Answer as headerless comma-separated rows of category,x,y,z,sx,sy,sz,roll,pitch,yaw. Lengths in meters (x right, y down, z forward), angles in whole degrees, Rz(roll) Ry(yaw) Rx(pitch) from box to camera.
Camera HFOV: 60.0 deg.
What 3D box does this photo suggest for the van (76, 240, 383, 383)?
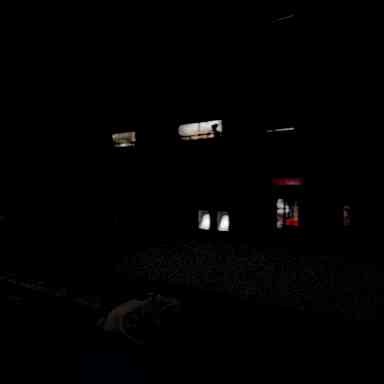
van,0.941,1.342,2.186,3.998,1.788,1.690,0,1,35
